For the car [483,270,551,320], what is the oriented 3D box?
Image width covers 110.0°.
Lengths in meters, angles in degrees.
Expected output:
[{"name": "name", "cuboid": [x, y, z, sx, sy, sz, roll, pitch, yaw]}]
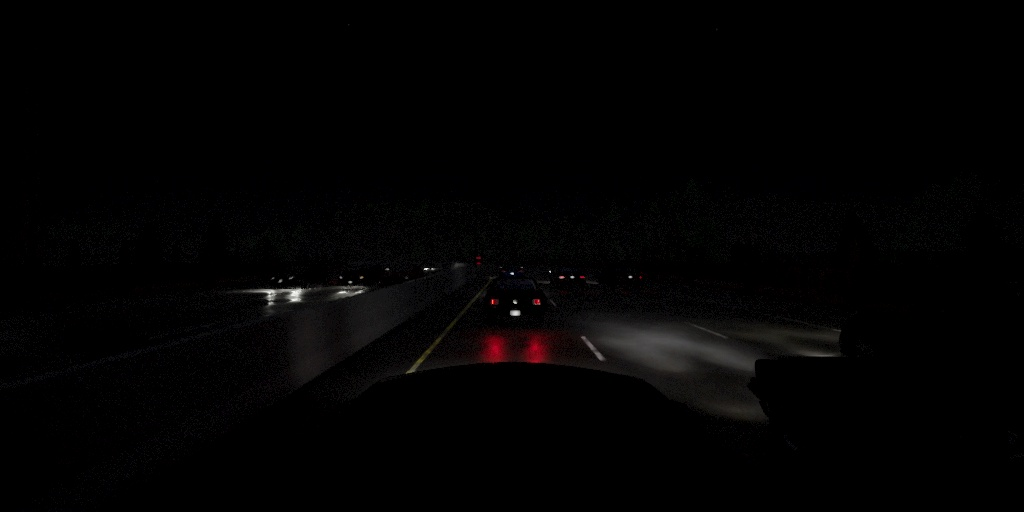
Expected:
[{"name": "car", "cuboid": [0.102, 1.356, 12.549, 1.895, 1.301, 4.718, 0, 0, 0]}]

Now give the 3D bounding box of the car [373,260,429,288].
[{"name": "car", "cuboid": [-7.157, 1.247, 23.736, 1.882, 1.535, 5.008, 0, 0, -1]}]

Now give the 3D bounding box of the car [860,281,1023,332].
[{"name": "car", "cuboid": [7.101, 1.103, 4.719, 2.097, 1.767, 4.553, 0, 0, 0]}]

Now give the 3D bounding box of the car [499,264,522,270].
[{"name": "car", "cuboid": [-0.079, 1.344, 29.854, 1.994, 1.385, 4.181, 0, 0, -3]}]

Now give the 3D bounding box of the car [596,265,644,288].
[{"name": "car", "cuboid": [7.093, 1.318, 24.011, 2.033, 1.411, 5.357, 0, 0, 0]}]

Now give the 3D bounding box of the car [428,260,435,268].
[{"name": "car", "cuboid": [-14.982, 1.468, 63.623, 2.033, 1.411, 5.357, 0, 0, -23]}]

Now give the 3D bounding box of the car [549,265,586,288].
[{"name": "car", "cuboid": [3.593, 1.317, 23.915, 2.033, 1.411, 5.357, 0, 0, 0]}]

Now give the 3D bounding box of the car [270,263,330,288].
[{"name": "car", "cuboid": [-14.162, 1.275, 24.285, 1.837, 1.490, 4.892, 0, 0, -1]}]

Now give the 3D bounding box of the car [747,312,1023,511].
[{"name": "car", "cuboid": [3.601, 1.351, 1.914, 1.895, 1.301, 4.718, 0, 0, 0]}]

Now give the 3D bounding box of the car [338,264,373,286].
[{"name": "car", "cuboid": [-10.638, 1.320, 26.162, 2.033, 1.411, 5.357, 0, 0, -1]}]
